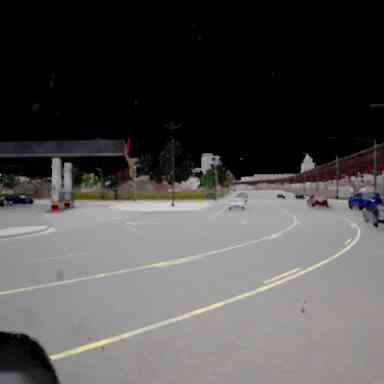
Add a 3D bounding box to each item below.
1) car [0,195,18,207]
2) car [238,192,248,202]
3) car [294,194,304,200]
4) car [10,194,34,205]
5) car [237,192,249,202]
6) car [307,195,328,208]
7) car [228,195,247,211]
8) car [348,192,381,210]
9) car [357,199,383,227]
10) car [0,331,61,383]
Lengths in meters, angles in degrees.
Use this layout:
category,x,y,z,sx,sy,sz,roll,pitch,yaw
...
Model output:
category,x,y,z,sx,sy,sz,roll,pitch,yaw
car,-30.832,1.598,53.559,3.806,1.475,1.970,0,0,10
car,11.228,1.066,73.263,2.150,2.045,5.566,0,0,10
car,27.584,1.217,85.763,1.837,1.490,4.892,0,0,10
car,-30.633,1.429,59.351,4.611,1.667,2.242,0,0,10
car,8.466,1.230,57.530,2.097,1.767,4.553,0,0,10
car,17.252,1.184,45.808,2.097,1.767,4.553,0,0,10
car,5.448,1.443,40.182,1.812,1.442,4.674,0,0,10
car,19.396,1.052,37.477,2.150,2.045,5.566,0,0,10
car,12.544,1.440,21.796,2.033,1.411,5.357,0,0,18
car,-2.902,1.582,1.898,4.181,1.385,1.994,0,0,-34
